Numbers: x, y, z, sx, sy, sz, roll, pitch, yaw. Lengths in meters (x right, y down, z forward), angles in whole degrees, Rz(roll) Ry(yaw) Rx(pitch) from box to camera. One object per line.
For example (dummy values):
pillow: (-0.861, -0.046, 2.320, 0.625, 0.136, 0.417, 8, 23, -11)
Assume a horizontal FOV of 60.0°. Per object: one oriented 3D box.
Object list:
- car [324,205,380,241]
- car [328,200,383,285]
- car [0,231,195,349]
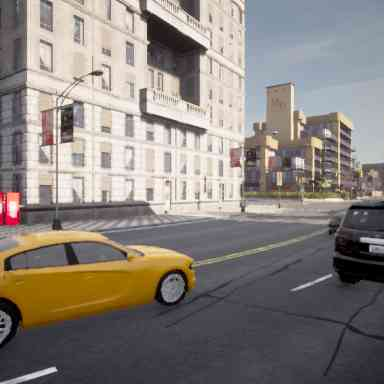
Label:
car: (8.627, 1.517, 17.707, 1.812, 1.442, 4.674, 0, 0, 37)
car: (5.571, 1.220, 8.566, 2.150, 2.045, 5.566, 0, 0, 44)
car: (-2.209, 1.472, 6.200, 5.008, 1.535, 1.882, 1, 0, -37)
